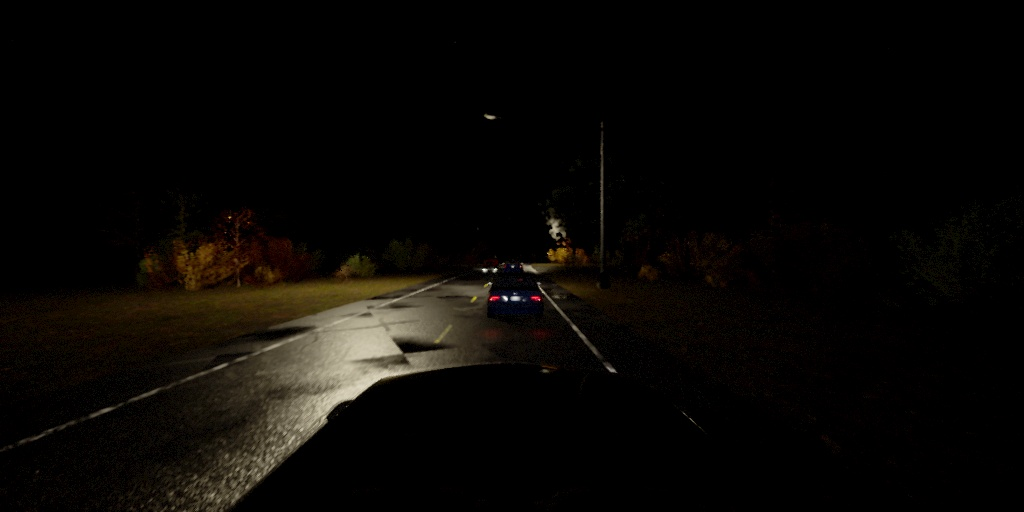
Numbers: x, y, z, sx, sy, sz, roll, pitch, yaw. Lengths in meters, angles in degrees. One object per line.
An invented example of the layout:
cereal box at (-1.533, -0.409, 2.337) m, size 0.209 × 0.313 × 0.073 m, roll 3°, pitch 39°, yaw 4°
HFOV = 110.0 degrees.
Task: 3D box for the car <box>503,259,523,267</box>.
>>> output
car at (0.085, 1.105, 37.570) m, size 2.097 × 1.767 × 4.553 m, roll 0°, pitch 0°, yaw 0°

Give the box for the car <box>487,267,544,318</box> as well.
car at (0.094, 1.298, 13.021) m, size 2.033 × 1.411 × 5.357 m, roll 0°, pitch 0°, yaw 0°

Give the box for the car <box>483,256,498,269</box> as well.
car at (-3.448, 0.978, 58.227) m, size 2.150 × 2.045 × 5.566 m, roll 0°, pitch 0°, yaw 2°
